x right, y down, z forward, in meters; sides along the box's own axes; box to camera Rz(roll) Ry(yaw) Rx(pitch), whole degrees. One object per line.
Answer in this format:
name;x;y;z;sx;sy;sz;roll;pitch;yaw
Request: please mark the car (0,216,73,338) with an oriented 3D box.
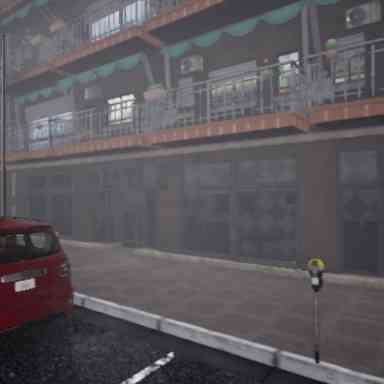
car;-4.185;1.349;5.879;5.009;1.841;2.192;0;0;36
